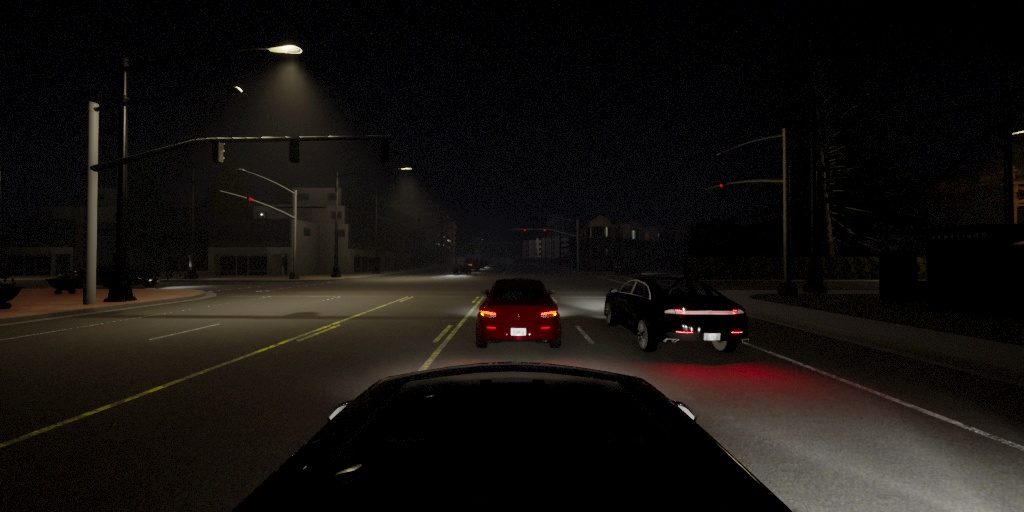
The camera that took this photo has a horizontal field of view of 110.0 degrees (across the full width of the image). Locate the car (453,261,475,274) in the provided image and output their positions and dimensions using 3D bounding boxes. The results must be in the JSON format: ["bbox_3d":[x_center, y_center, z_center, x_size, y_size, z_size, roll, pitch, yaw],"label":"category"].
[{"bbox_3d":[-6.537,1.695,47.229,1.895,1.301,4.718,0,0,2],"label":"car"}]

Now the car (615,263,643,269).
[{"bbox_3d":[14.805,1.612,45.328,4.902,1.511,2.128,1,-1,-45],"label":"car"}]

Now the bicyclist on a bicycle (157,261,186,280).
[{"bbox_3d":[-29.288,1.231,31.026,1.656,1.620,0.582,1,-1,-22],"label":"bicyclist on a bicycle"}]

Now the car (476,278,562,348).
[{"bbox_3d":[0.165,1.288,9.140,1.812,1.442,4.674,0,0,1],"label":"car"}]

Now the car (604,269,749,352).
[{"bbox_3d":[3.655,1.250,8.895,2.128,1.511,4.902,0,0,1],"label":"car"}]

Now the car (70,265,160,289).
[{"bbox_3d":[-25.857,1.332,23.292,4.892,1.490,1.837,0,-1,1],"label":"car"}]

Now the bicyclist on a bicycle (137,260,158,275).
[{"bbox_3d":[-31.159,1.128,31.267,1.656,1.620,0.582,26,4,-26],"label":"bicyclist on a bicycle"}]

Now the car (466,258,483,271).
[{"bbox_3d":[-6.387,1.360,57.240,2.150,2.045,5.566,0,0,1],"label":"car"}]
